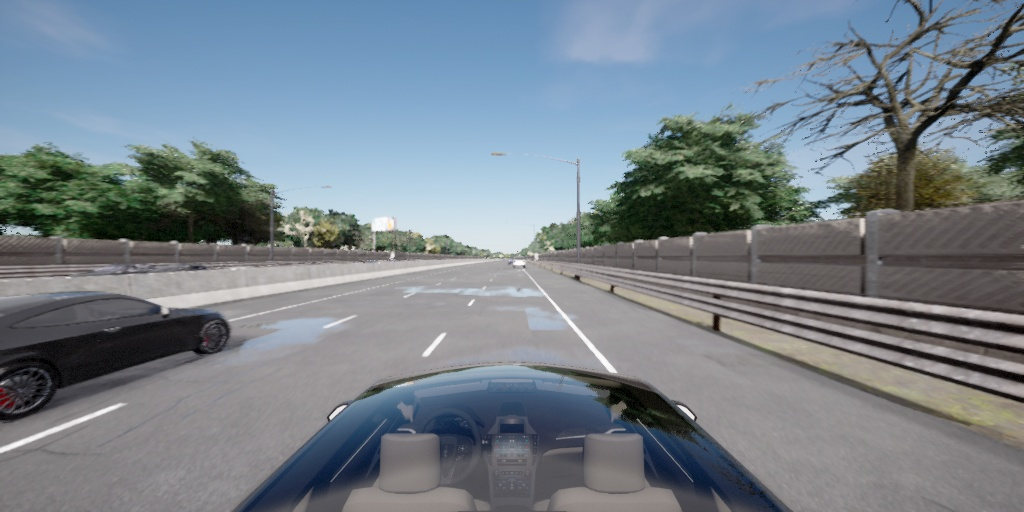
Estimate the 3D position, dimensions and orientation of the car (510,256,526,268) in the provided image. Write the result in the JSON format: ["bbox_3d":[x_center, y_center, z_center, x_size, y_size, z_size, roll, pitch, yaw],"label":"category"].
[{"bbox_3d":[1.252,1.074,63.014,2.150,2.045,5.566,0,0,0],"label":"car"}]

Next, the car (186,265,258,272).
[{"bbox_3d":[-17.580,1.365,22.919,1.895,1.301,4.718,0,0,0],"label":"car"}]

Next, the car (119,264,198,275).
[{"bbox_3d":[-21.079,1.269,22.664,1.837,1.490,4.892,0,0,0],"label":"car"}]

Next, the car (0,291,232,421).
[{"bbox_3d":[-6.898,1.279,5.696,1.812,1.442,4.674,0,0,0],"label":"car"}]

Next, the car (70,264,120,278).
[{"bbox_3d":[-24.579,1.256,22.666,2.128,1.511,4.902,0,0,0],"label":"car"}]
